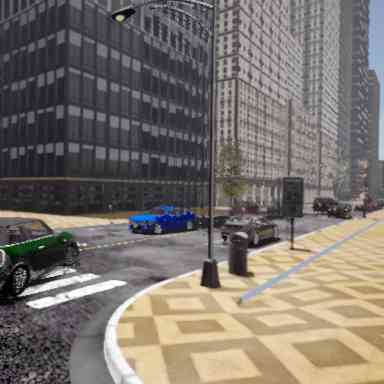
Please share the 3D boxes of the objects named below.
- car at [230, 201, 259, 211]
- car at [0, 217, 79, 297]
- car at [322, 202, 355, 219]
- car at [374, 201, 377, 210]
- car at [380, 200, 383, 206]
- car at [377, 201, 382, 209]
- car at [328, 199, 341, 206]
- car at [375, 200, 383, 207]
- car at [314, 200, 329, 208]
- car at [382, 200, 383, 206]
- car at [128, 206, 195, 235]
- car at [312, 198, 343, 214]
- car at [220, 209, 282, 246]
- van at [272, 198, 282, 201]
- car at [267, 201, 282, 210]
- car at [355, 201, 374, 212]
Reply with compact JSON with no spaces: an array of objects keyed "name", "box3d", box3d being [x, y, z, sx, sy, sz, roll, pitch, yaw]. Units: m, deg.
[{"name":"car","box3d":[5.627,1.733,35.710,1.967,1.590,4.097,1,0,35]},{"name":"car","box3d":[-4.872,1.466,9.193,2.097,1.767,4.553,2,0,2]},{"name":"car","box3d":[15.720,2.080,35.588,1.947,1.339,4.313,1,0,35]},{"name":"car","box3d":[28.532,2.338,54.169,1.802,1.307,4.206,1,0,35]},{"name":"car","box3d":[47.751,2.659,82.040,1.887,1.381,4.507,1,0,35]},{"name":"car","box3d":[31.737,2.256,58.814,1.967,1.590,4.097,1,0,35]},{"name":"car","box3d":[31.243,2.341,72.861,1.947,1.339,4.313,1,0,35]},{"name":"car","box3d":[41.345,2.562,72.750,1.947,1.339,4.313,1,0,35]},{"name":"car","box3d":[24.839,2.237,63.573,1.802,1.307,4.206,1,0,35]},{"name":"car","box3d":[34.938,2.442,63.459,1.947,1.339,4.313,1,0,35]},{"name":"car","box3d":[-1.729,1.638,20.464,1.882,1.535,5.008,1,0,35]},{"name":"car","box3d":[16.855,1.745,41.872,2.150,2.045,5.566,1,0,36]},{"name":"car","box3d":[3.015,1.822,16.937,2.008,1.369,4.403,1,0,35]},{"name":"van","box3d":[12.032,1.756,44.998,1.690,1.788,3.998,1,0,35]},{"name":"car","box3d":[10.133,1.989,37.638,1.895,1.301,4.718,1,0,35]},{"name":"car","box3d":[25.329,2.262,49.524,1.947,1.339,4.313,1,0,35]}]
